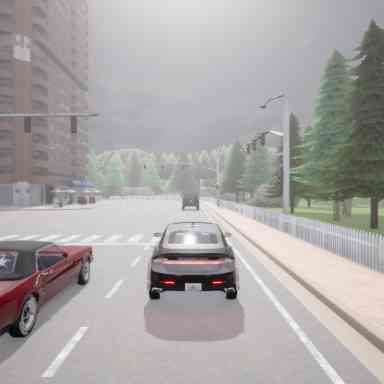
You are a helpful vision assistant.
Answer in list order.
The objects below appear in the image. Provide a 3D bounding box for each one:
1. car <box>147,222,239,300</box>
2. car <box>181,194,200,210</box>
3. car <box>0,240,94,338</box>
[{"bbox_3d":[0.021,1.492,8.398,2.128,1.511,4.902,0,0,0],"label":"car"},{"bbox_3d":[-0.186,1.221,43.374,2.150,2.045,5.566,0,0,-1],"label":"car"},{"bbox_3d":[-3.452,1.601,6.548,1.895,1.301,4.718,0,0,0],"label":"car"}]
